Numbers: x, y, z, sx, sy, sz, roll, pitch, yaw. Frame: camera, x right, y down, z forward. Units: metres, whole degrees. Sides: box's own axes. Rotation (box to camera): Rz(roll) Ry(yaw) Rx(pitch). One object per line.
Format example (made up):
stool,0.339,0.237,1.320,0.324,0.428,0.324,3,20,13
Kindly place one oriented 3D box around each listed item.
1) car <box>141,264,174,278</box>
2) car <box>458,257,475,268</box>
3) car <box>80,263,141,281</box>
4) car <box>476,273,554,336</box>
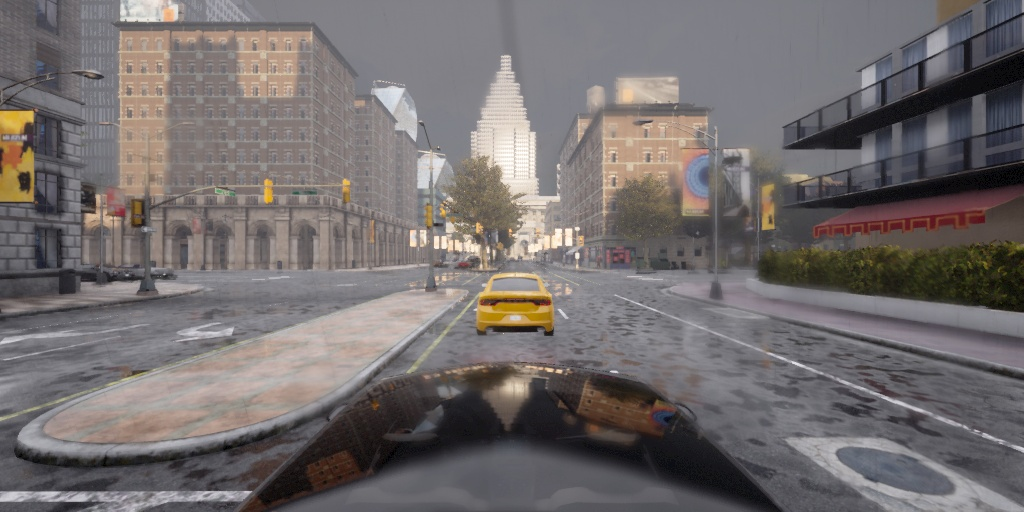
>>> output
car,-33.668,1.351,32.451,4.718,1.301,1.895,0,0,0
car,-7.998,1.350,60.900,1.895,1.301,4.718,0,0,0
car,-33.416,1.276,28.953,4.674,1.442,1.812,0,0,0
car,0.092,1.228,10.455,1.882,1.535,5.008,0,0,0
